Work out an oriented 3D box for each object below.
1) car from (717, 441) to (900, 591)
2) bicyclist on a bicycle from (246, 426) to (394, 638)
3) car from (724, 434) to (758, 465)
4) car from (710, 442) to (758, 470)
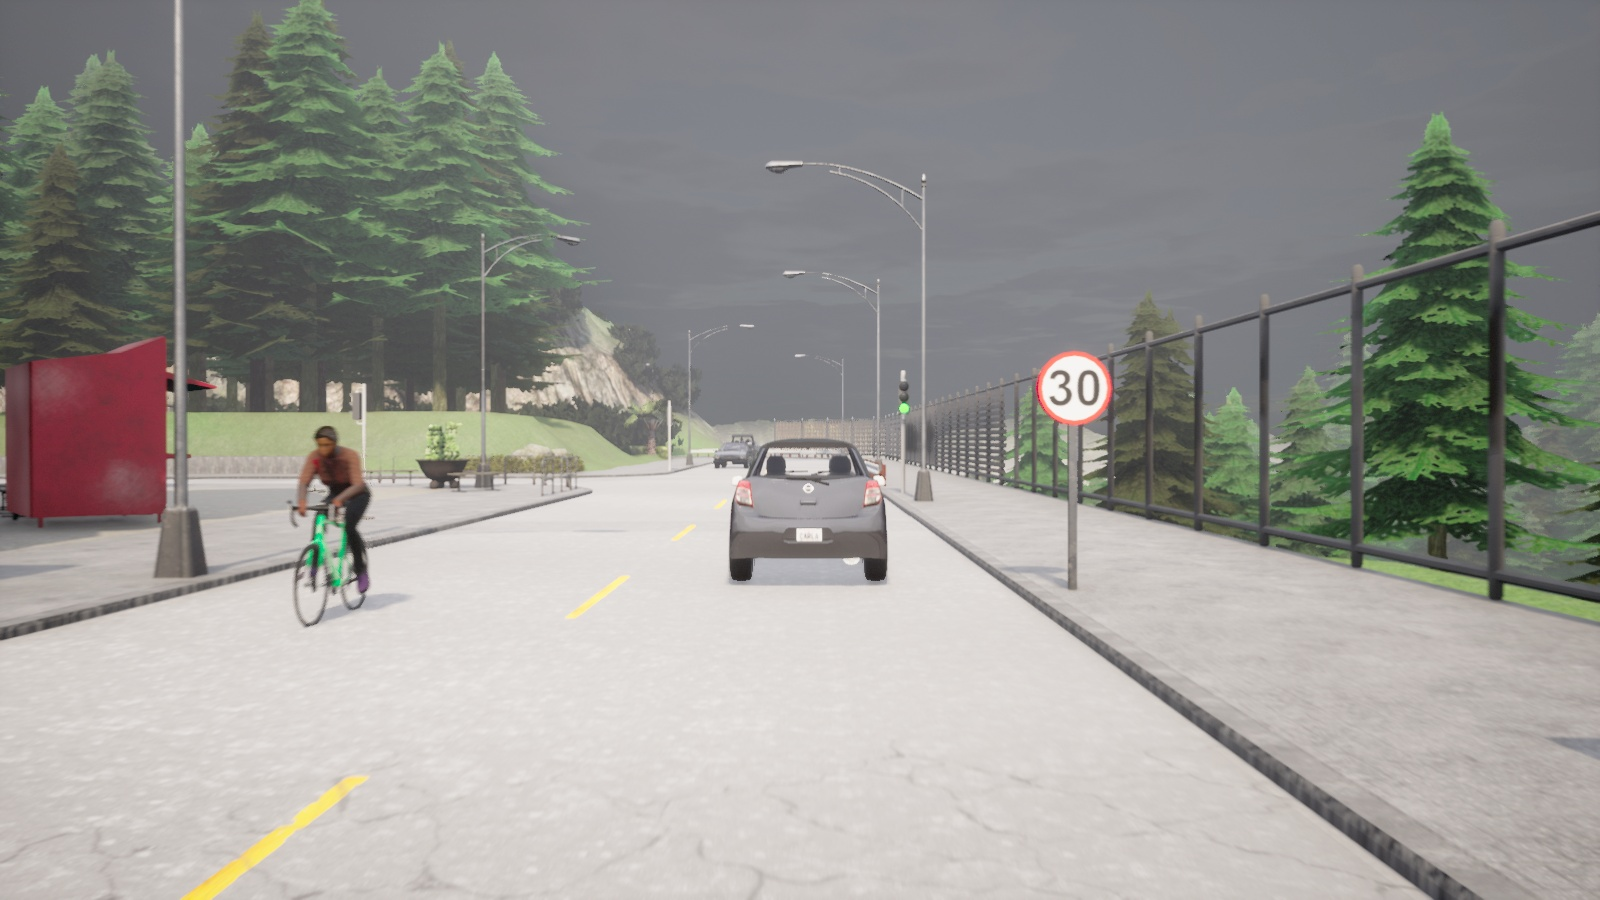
[{"bbox_3d":[0.092,0.653,14.480,1.845,1.501,3.633,0,0,0],"label":"car"},{"bbox_3d":[-3.929,0.619,10.415,0.582,1.620,1.656,0,1,0],"label":"bicyclist on a bicycle"},{"bbox_3d":[-3.578,-0.029,76.968,1.905,1.878,3.866,0,0,0],"label":"car"},{"bbox_3d":[-3.520,0.289,67.951,2.033,1.411,5.357,0,0,3],"label":"car"}]
